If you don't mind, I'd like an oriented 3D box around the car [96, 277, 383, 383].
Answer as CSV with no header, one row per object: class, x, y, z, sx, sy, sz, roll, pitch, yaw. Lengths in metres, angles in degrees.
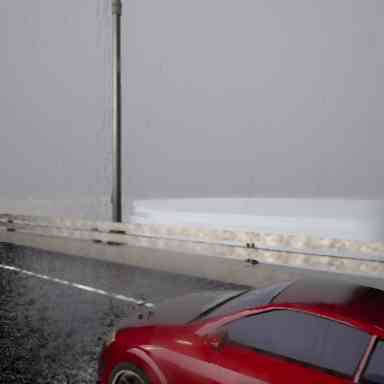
car,1.032,1.564,3.131,4.181,1.385,1.994,0,0,36
